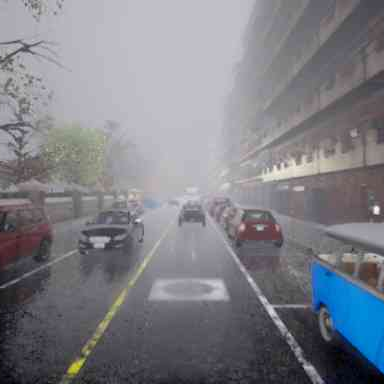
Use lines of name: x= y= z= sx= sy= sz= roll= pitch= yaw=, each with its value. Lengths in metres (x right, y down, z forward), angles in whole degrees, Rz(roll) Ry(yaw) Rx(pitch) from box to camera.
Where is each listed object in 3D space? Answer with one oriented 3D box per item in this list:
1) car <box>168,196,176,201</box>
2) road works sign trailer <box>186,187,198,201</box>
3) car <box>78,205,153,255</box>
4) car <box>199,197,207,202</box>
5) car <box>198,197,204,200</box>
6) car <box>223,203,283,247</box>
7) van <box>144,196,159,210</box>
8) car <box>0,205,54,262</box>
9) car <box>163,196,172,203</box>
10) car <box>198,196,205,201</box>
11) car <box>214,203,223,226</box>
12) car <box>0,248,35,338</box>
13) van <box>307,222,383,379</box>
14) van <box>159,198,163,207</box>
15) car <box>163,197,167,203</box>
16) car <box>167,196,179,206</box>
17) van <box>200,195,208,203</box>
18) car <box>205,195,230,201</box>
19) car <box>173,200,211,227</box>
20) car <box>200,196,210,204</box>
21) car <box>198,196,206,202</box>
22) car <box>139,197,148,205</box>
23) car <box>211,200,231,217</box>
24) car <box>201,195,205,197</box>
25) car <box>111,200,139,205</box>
car: x=-5.698 y=1.865 z=93.871 sx=1.947 sy=1.339 sz=4.313 roll=0 pitch=0 yaw=0
road works sign trailer: x=-0.006 y=0.667 z=70.804 sx=2.380 sy=3.560 sz=2.880 roll=0 pitch=0 yaw=0
car: x=-3.088 y=1.519 z=13.535 sx=2.128 sy=1.511 sz=4.902 roll=0 pitch=0 yaw=0
car: x=2.683 y=1.820 z=82.610 sx=1.947 sy=1.339 sz=4.313 roll=0 pitch=0 yaw=0
car: x=0.068 y=1.645 z=40.152 sx=2.033 sy=1.411 sz=5.357 roll=0 pitch=0 yaw=0
car: x=2.691 y=1.472 z=15.049 sx=1.967 sy=1.590 sz=4.097 roll=0 pitch=0 yaw=0
van: x=-5.693 y=1.448 z=43.199 sx=1.690 sy=1.788 sz=3.998 roll=0 pitch=0 yaw=0
car: x=-5.689 y=1.335 z=9.418 sx=2.192 sy=1.841 sz=5.009 roll=0 pitch=0 yaw=0
car: x=-5.696 y=1.756 z=76.809 sx=1.752 sy=1.417 sz=4.829 roll=0 pitch=0 yaw=0
car: x=2.682 y=1.843 z=93.872 sx=1.887 sy=1.381 sz=4.507 roll=0 pitch=0 yaw=0
car: x=2.689 y=1.596 z=20.679 sx=2.008 sy=1.369 sz=4.403 roll=0 pitch=0 yaw=0
car: x=-3.098 y=1.496 z=1.798 sx=2.128 sy=1.511 sz=4.902 roll=0 pitch=0 yaw=0
van: x=2.692 y=1.349 z=3.789 sx=1.690 sy=1.788 sz=3.998 roll=0 pitch=0 yaw=0
van: x=-5.693 y=1.466 z=48.828 sx=1.690 sy=1.788 sz=3.998 roll=0 pitch=0 yaw=0
car: x=-5.694 y=1.695 z=54.458 sx=2.008 sy=1.369 sz=4.403 roll=0 pitch=0 yaw=0
car: x=-3.058 y=1.752 z=56.417 sx=1.895 sy=1.301 sz=4.718 roll=0 pitch=0 yaw=1
van: x=2.684 y=1.573 z=76.981 sx=1.690 sy=1.788 sz=3.998 roll=0 pitch=0 yaw=0
car: x=2.690 y=1.390 z=31.939 sx=2.192 sy=1.841 sz=5.009 roll=0 pitch=0 yaw=0
car: x=0.018 y=1.544 z=23.434 sx=2.128 sy=1.511 sz=4.902 roll=0 pitch=0 yaw=0
car: x=2.684 y=1.649 z=71.349 sx=1.967 sy=1.590 sz=4.097 roll=0 pitch=0 yaw=0
car: x=2.682 y=1.827 z=88.241 sx=2.008 sy=1.369 sz=4.403 roll=0 pitch=0 yaw=0
car: x=-5.691 y=1.515 z=31.938 sx=1.967 sy=1.590 sz=4.097 roll=0 pitch=0 yaw=0
car: x=2.689 y=1.604 z=26.309 sx=1.887 sy=1.381 sz=4.507 roll=0 pitch=0 yaw=0
car: x=2.687 y=1.565 z=48.829 sx=1.967 sy=1.590 sz=4.097 roll=0 pitch=0 yaw=0
car: x=-5.691 y=1.500 z=26.309 sx=1.967 sy=1.590 sz=4.097 roll=0 pitch=0 yaw=0
